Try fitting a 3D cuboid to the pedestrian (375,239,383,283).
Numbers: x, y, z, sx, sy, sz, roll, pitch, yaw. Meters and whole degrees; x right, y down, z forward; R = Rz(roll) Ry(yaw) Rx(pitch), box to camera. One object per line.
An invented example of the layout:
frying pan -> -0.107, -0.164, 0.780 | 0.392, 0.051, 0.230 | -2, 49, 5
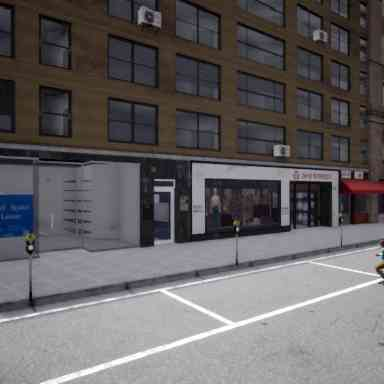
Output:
pedestrian -> 4.705, 1.674, 8.003 | 0.500, 1.100, 0.500 | 0, 0, 45
